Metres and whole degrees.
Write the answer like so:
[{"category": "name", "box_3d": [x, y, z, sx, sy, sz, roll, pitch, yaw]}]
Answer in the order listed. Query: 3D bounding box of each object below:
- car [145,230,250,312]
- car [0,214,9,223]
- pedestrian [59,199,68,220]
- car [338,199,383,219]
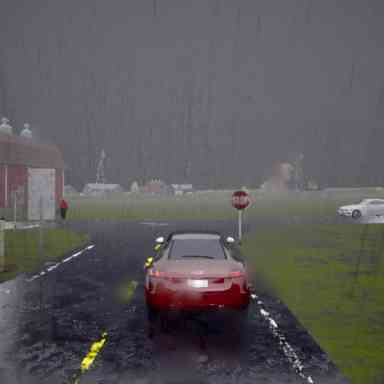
[{"category": "car", "box_3d": [0.087, 1.565, 7.799, 1.994, 1.385, 4.181, 0, 0, -1]}, {"category": "car", "box_3d": [-16.020, 1.777, 23.605, 5.357, 1.411, 2.033, -1, -1, 4]}, {"category": "pedestrian", "box_3d": [-11.273, 1.491, 29.142, 0.375, 1.860, 0.375, 0, 0, 4]}, {"category": "car", "box_3d": [13.983, 1.283, 26.256, 4.674, 1.442, 1.812, -1, 0, -4]}]
